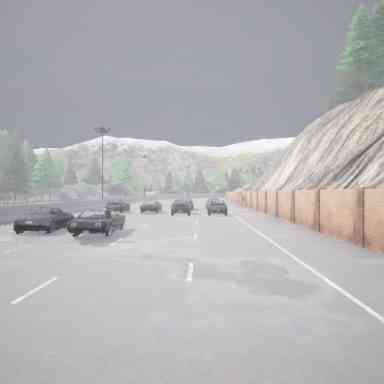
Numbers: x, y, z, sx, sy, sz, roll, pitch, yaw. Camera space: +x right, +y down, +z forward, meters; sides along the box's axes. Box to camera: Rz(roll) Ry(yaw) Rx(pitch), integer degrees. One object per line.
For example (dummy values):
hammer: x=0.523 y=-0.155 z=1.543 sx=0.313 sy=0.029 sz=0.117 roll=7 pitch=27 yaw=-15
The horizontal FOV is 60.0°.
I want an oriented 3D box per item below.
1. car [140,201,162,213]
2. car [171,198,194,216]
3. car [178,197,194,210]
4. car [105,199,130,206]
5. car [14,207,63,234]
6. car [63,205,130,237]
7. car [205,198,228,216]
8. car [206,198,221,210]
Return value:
car: x=-4.437 y=1.601 z=36.790 sx=1.895 sy=1.301 sz=4.718 roll=0 pitch=0 yaw=2
car: x=-1.041 y=1.505 z=33.039 sx=1.837 sy=1.490 sz=4.892 roll=0 pitch=0 yaw=1
car: x=-0.754 y=1.478 z=43.480 sx=1.882 sy=1.535 sz=5.008 roll=0 pitch=0 yaw=2
car: x=-7.964 y=1.491 z=35.857 sx=2.128 sy=1.511 sz=4.902 roll=0 pitch=0 yaw=2
car: x=-8.421 y=1.564 z=19.355 sx=1.994 sy=1.385 sz=4.181 roll=0 pitch=0 yaw=2
car: x=-4.957 y=1.601 z=18.022 sx=1.895 sy=1.301 sz=4.718 roll=0 pitch=0 yaw=2
car: x=2.454 y=1.491 z=32.798 sx=2.128 sy=1.511 sz=4.902 roll=0 pitch=0 yaw=1
car: x=2.740 y=1.526 z=43.241 sx=1.812 sy=1.442 sz=4.674 roll=0 pitch=0 yaw=2
